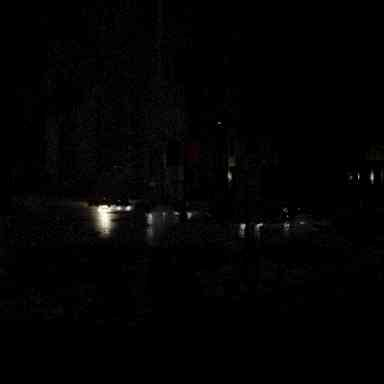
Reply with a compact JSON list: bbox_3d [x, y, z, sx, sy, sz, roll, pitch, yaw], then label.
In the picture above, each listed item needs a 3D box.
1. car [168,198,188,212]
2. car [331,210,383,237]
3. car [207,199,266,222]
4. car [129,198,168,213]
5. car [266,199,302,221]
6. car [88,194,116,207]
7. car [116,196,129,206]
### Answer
[{"bbox_3d":[-2.365,1.453,39.575,1.882,1.535,5.008,0,0,-36],"label":"car"},{"bbox_3d":[9.303,1.597,16.318,1.895,1.301,4.718,0,0,-24],"label":"car"},{"bbox_3d":[3.198,1.339,26.106,2.097,1.767,4.553,0,0,-35],"label":"car"},{"bbox_3d":[-4.939,1.509,37.595,1.812,1.442,4.674,0,0,-36],"label":"car"},{"bbox_3d":[6.595,1.332,26.939,2.097,1.767,4.553,0,0,-35],"label":"car"},{"bbox_3d":[-14.089,1.315,50.637,2.150,2.045,5.566,0,0,-35],"label":"car"},{"bbox_3d":[-11.473,1.362,52.567,2.097,1.767,4.553,0,0,-35],"label":"car"}]
